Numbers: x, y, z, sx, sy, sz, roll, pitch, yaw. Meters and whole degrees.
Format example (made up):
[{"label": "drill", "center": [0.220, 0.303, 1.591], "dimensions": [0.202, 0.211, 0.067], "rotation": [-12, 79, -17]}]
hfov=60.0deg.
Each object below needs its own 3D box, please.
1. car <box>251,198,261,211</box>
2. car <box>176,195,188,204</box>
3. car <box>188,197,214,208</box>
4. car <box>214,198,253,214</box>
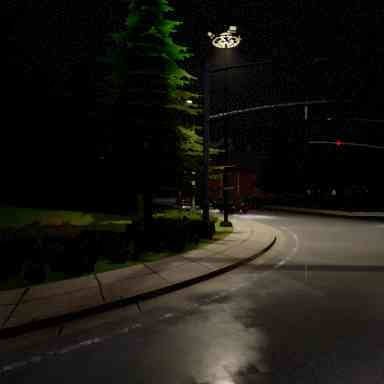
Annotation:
[{"label": "car", "center": [6.699, 1.491, 41.037], "dimensions": [2.128, 1.511, 4.902], "rotation": [0, 0, -15]}, {"label": "car", "center": [-1.243, 1.352, 55.223], "dimensions": [2.097, 1.767, 4.553], "rotation": [0, 0, -17]}, {"label": "car", "center": [1.644, 1.221, 45.338], "dimensions": [2.150, 2.045, 5.566], "rotation": [0, 0, -16]}, {"label": "car", "center": [4.335, 1.601, 35.653], "dimensions": [1.895, 1.301, 4.718], "rotation": [0, 0, -15]}]
